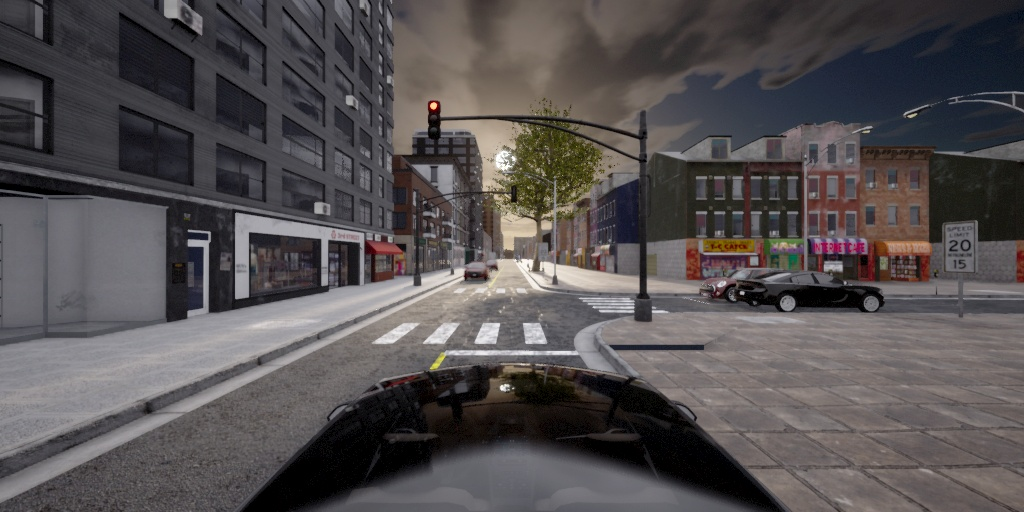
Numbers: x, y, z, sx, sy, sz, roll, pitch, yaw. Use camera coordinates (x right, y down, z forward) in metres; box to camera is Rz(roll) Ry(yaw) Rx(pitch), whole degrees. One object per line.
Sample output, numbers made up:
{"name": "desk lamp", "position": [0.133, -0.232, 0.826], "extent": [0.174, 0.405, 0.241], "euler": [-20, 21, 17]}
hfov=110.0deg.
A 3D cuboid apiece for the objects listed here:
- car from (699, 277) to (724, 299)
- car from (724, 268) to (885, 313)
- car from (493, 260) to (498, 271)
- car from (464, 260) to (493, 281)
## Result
{"name": "car", "position": [10.878, 1.262, 16.492], "extent": [4.097, 1.591, 1.967], "euler": [0, 0, 0]}
{"name": "car", "position": [11.366, 1.296, 13.859], "extent": [5.008, 1.535, 1.882], "euler": [0, 0, 0]}
{"name": "car", "position": [-2.983, 1.241, 51.028], "extent": [1.882, 1.535, 5.008], "euler": [0, 0, 0]}
{"name": "car", "position": [-2.937, 1.230, 30.476], "extent": [1.882, 1.535, 5.008], "euler": [0, 0, 0]}
